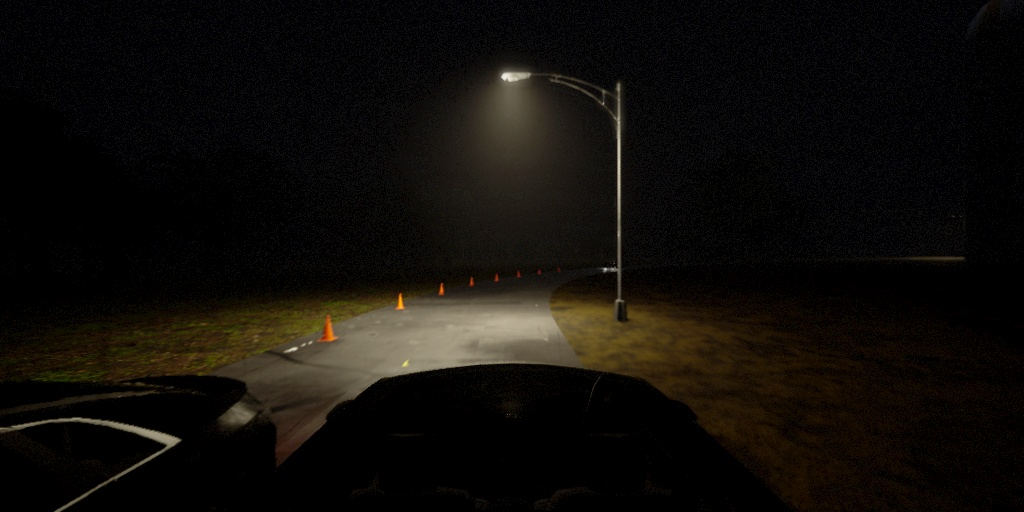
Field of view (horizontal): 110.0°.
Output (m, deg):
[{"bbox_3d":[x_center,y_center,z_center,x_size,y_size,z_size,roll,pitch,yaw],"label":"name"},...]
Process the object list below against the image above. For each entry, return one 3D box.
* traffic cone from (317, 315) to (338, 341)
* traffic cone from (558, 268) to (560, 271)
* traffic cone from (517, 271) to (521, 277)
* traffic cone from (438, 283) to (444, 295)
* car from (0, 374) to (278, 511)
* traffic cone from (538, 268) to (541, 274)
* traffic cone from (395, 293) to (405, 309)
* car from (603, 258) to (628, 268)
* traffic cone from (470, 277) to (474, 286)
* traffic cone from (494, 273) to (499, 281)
[{"bbox_3d":[-4.423,1.717,8.609,0.340,0.580,0.340,0,0,0],"label":"traffic cone"},{"bbox_3d":[5.649,1.553,43.065,0.340,0.580,0.340,0,0,34],"label":"traffic cone"},{"bbox_3d":[0.648,1.667,33.928,0.340,0.580,0.340,0,0,24],"label":"traffic cone"},{"bbox_3d":[-3.718,1.732,18.950,0.340,0.580,0.340,0,0,9],"label":"traffic cone"},{"bbox_3d":[-2.440,1.253,0.339,1.837,1.490,4.892,0,0,0],"label":"car"},{"bbox_3d":[2.950,1.617,38.605,0.340,0.580,0.340,0,0,29],"label":"traffic cone"},{"bbox_3d":[-4.290,1.726,13.769,0.340,0.580,0.340,0,0,4],"label":"traffic cone"},{"bbox_3d":[15.047,0.948,51.907,2.033,1.411,5.357,0,1,39],"label":"car"},{"bbox_3d":[-2.699,1.724,24.063,0.340,0.580,0.340,0,0,14],"label":"traffic cone"},{"bbox_3d":[-1.240,1.702,29.068,0.340,0.580,0.340,0,0,19],"label":"traffic cone"}]
